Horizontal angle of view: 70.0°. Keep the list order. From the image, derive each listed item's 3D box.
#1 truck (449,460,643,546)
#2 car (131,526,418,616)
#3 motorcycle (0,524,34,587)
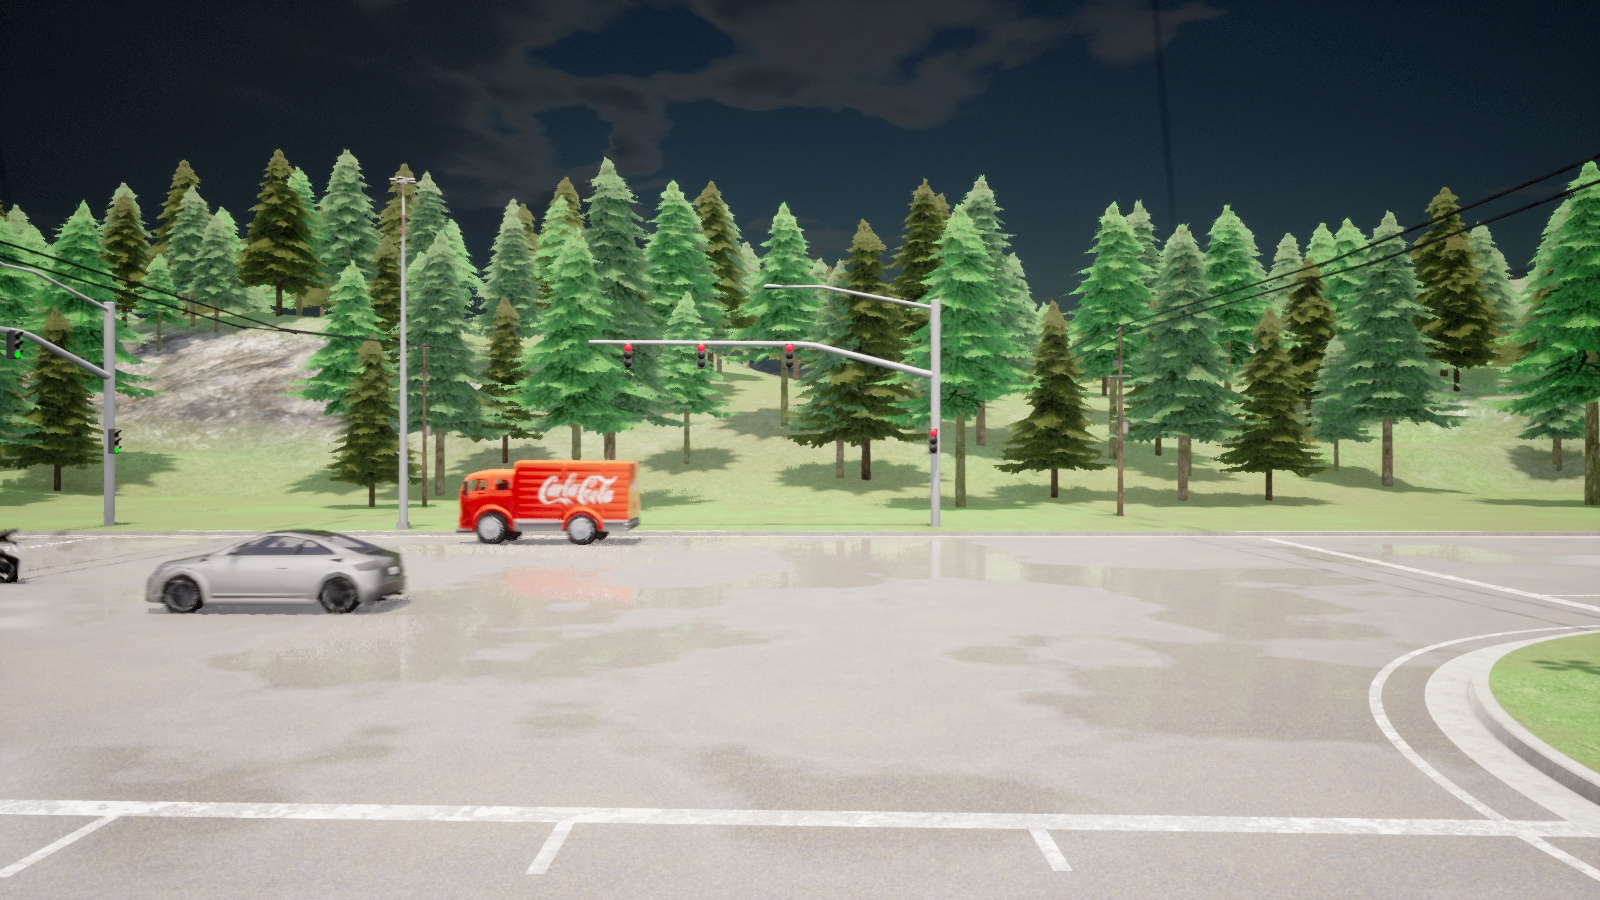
[{"bbox_3d":[-7.513,1.546,34.281,5.204,2.467,2.627,0,0,0],"label":"truck"},{"bbox_3d":[-9.211,2.105,20.292,4.181,1.385,1.994,0,0,0],"label":"car"},{"bbox_3d":[-17.376,2.189,23.842,2.209,1.251,0.867,0,0,0],"label":"motorcycle"}]
